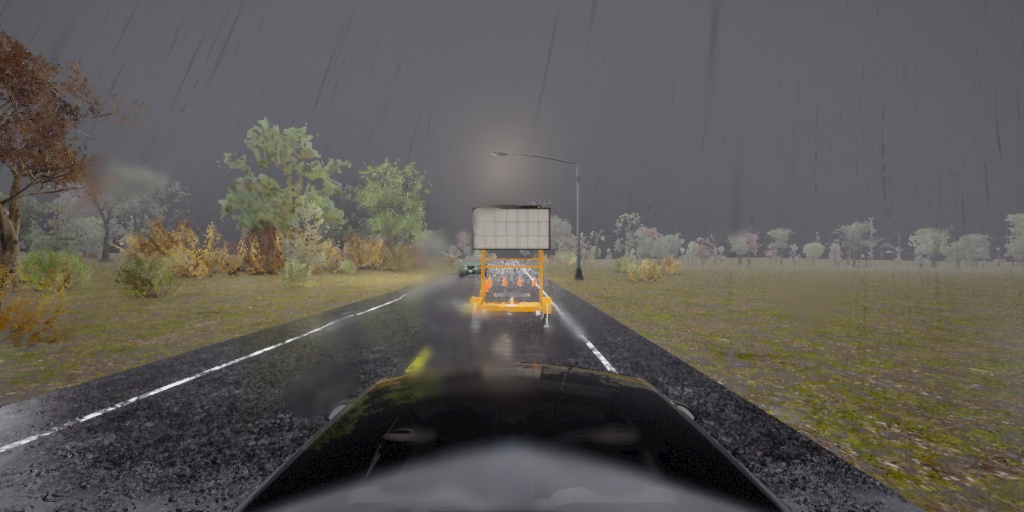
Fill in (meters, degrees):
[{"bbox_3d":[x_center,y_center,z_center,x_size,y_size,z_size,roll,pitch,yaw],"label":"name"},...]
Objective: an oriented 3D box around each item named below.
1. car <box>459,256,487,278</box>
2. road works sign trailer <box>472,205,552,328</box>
[{"bbox_3d":[-3.598,0.983,33.913,2.150,2.045,5.566,0,0,0],"label":"car"},{"bbox_3d":[0.001,0.216,11.340,2.380,3.560,2.880,0,0,0],"label":"road works sign trailer"}]
